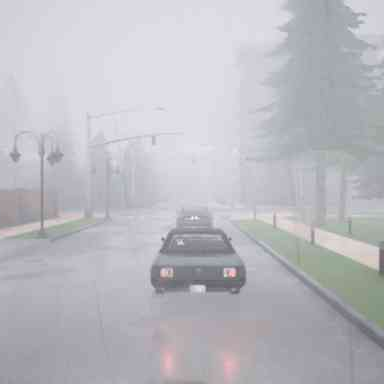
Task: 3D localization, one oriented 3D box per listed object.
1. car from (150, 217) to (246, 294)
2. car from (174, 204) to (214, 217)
[{"bbox_3d":[0.117,1.569,8.626,1.895,1.301,4.718,0,0,0],"label":"car"},{"bbox_3d":[0.128,1.439,17.887,1.837,1.490,4.892,0,0,0],"label":"car"}]
